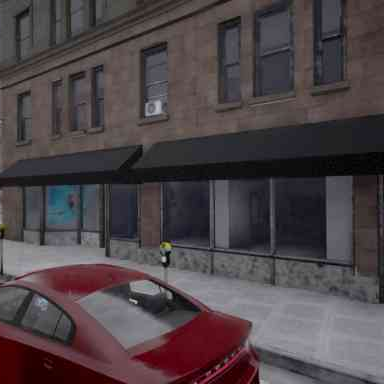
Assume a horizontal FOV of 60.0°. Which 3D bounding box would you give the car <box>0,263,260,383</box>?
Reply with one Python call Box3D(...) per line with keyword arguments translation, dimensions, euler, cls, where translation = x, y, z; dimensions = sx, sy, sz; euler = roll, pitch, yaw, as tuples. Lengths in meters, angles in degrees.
Box3D(translation=(-1.461, 1.545, 3.908), dimensions=(4.507, 1.381, 1.887), euler=(0, 0, 36), cls="car")
